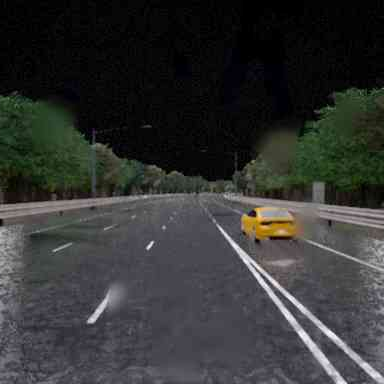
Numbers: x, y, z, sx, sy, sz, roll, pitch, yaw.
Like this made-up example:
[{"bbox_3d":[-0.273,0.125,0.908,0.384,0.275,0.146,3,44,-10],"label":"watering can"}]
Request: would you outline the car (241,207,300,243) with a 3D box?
[{"bbox_3d":[3.598,1.478,15.979,1.882,1.535,5.008,0,0,-1],"label":"car"}]
